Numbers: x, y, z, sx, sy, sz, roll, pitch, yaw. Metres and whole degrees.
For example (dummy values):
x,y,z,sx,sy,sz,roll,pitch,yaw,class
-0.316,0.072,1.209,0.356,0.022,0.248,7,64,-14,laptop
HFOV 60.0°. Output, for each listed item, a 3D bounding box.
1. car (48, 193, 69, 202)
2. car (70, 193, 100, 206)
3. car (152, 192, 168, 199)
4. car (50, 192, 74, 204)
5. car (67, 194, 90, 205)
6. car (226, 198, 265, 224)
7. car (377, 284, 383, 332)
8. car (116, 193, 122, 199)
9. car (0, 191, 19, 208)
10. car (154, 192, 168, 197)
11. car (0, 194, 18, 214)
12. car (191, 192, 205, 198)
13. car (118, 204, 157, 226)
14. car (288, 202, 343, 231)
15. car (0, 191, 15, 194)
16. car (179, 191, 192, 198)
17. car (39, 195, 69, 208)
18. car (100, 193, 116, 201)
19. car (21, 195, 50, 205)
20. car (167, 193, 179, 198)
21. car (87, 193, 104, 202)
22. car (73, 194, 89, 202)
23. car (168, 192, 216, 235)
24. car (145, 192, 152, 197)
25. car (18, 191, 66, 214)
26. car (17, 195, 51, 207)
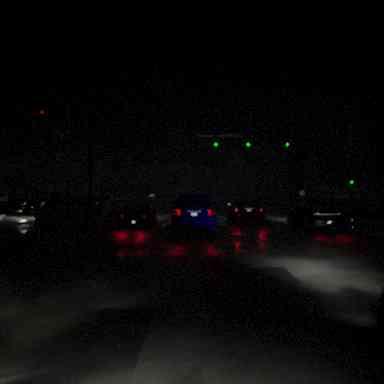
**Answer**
x,y,z,sx,sy,sz,roll,pitch,yaw,class
-24.750,1.023,61.863,2.128,1.511,4.902,0,0,-3,car
-14.012,1.220,42.836,2.033,1.411,5.357,0,0,0,car
-7.924,0.949,83.088,1.895,1.301,4.718,0,0,-22,car
-21.017,0.940,54.114,2.097,1.767,4.553,0,0,0,car
-17.515,1.111,51.629,1.837,1.490,4.892,0,0,0,car
3.593,1.172,23.089,2.097,1.767,4.553,0,0,0,car
3.599,1.470,2.878,2.128,1.511,4.902,0,0,0,car
-14.245,1.002,62.182,1.882,1.535,5.008,0,0,-3,car
-24.512,0.901,42.339,2.150,2.045,5.566,0,0,0,car
-8.746,0.633,94.134,2.128,1.511,4.902,0,1,-30,car
-17.582,1.246,32.267,2.128,1.511,4.902,0,0,0,car
1.497,0.818,87.895,1.837,1.490,4.892,0,0,-22,car
-3.406,1.435,21.606,1.895,1.301,4.718,0,0,0,car
7.094,1.340,19.559,2.128,1.511,4.902,0,0,0,car
-21.060,0.962,34.254,2.150,2.045,5.566,0,0,0,car
-1.696,0.685,86.447,2.097,1.767,4.553,0,0,-22,car
-17.512,1.203,42.426,1.812,1.442,4.674,0,0,0,car
-14.017,1.144,52.722,2.033,1.411,5.357,0,0,0,car
-24.517,1.149,52.456,2.033,1.411,5.357,0,0,0,car
-4.943,0.897,85.157,1.994,1.385,4.181,0,0,-22,car
-17.644,1.013,60.869,1.882,1.535,5.008,0,0,-3,car
-21.475,1.054,64.525,2.033,1.411,5.357,0,0,-6,car
0.095,1.085,17.860,2.150,2.045,5.566,0,0,0,car
-11.894,0.646,92.604,2.128,1.511,4.902,0,1,-30,car
-14.100,0.976,32.133,2.150,2.045,5.566,0,0,0,car
-21.013,1.209,44.600,2.033,1.411,5.357,0,0,0,car
